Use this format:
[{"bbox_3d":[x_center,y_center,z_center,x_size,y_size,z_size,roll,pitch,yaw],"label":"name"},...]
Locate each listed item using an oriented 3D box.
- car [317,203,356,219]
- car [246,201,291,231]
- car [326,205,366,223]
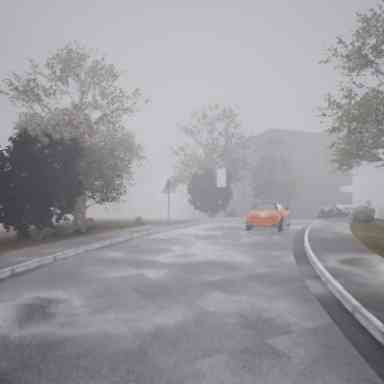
[{"bbox_3d":[15.022,2.036,34.920,2.097,1.767,4.553,-4,-8,45],"label":"car"},{"bbox_3d":[4.836,1.352,20.636,2.097,1.767,4.553,-2,-1,24],"label":"car"},{"bbox_3d":[20.201,2.932,43.538,5.566,2.045,2.150,6,-7,-33],"label":"car"}]
